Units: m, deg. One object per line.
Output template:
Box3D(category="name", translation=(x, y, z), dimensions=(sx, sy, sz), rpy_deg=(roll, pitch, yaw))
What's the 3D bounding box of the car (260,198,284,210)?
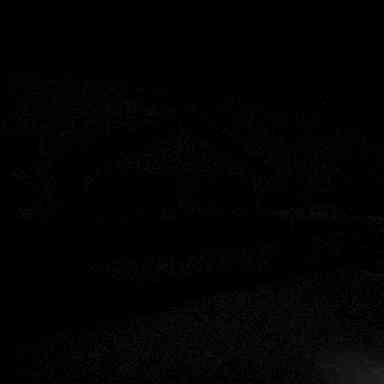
Box3D(category="car", translation=(9.384, 1.491, 42.315), dimensions=(2.128, 1.511, 4.902), rpy_deg=(0, 0, -35))
